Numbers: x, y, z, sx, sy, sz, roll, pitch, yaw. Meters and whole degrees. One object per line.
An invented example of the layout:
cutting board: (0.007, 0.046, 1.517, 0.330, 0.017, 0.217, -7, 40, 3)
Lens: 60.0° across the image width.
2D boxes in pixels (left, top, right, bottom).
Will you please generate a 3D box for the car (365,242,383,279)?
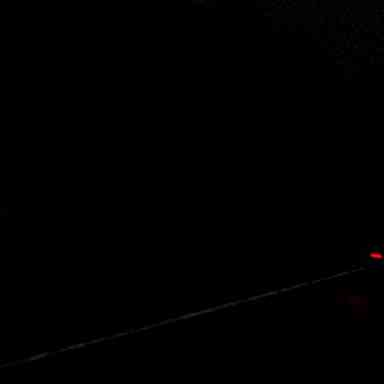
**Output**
car: (6.500, 1.478, 8.402, 5.357, 1.411, 2.033, -1, 0, -35)
